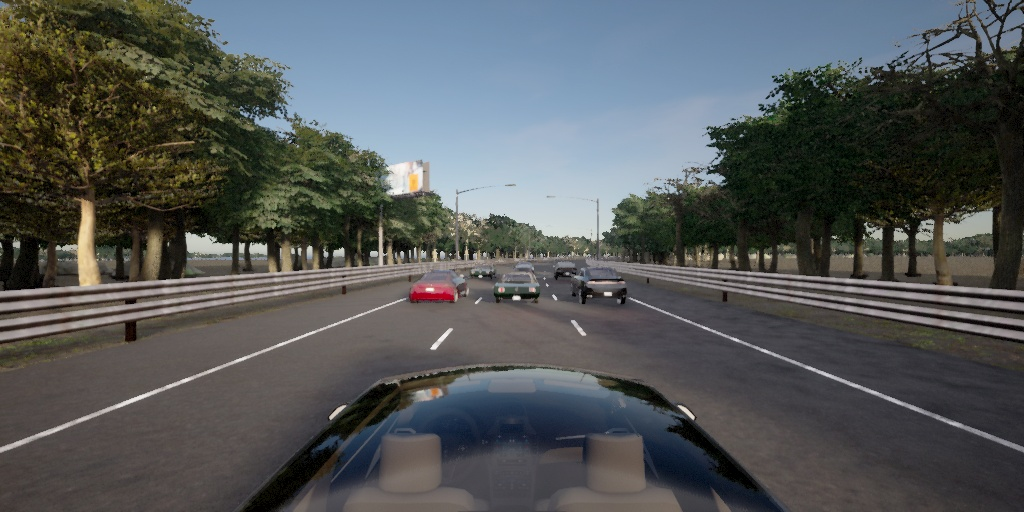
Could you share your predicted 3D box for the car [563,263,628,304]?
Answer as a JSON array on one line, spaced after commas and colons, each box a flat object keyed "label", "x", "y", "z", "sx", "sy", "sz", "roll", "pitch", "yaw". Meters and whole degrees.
[{"label": "car", "x": 3.768, "y": 1.243, "z": 16.163, "sx": 2.128, "sy": 1.511, "sz": 4.902, "roll": 0, "pitch": 0, "yaw": 2}]

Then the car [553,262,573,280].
[{"label": "car", "x": 4.575, "y": 1.236, "z": 30.820, "sx": 1.882, "sy": 1.535, "sz": 5.008, "roll": 0, "pitch": 0, "yaw": 4}]

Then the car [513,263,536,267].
[{"label": "car", "x": 1.084, "y": 1.284, "z": 31.076, "sx": 1.812, "sy": 1.442, "sz": 4.674, "roll": 0, "pitch": 0, "yaw": 4}]

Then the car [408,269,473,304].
[{"label": "car", "x": -3.227, "y": 1.320, "z": 16.420, "sx": 1.994, "sy": 1.385, "sz": 4.181, "roll": 0, "pitch": 0, "yaw": 2}]

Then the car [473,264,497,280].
[{"label": "car", "x": -2.404, "y": 1.367, "z": 31.362, "sx": 1.895, "sy": 1.301, "sz": 4.718, "roll": 0, "pitch": 0, "yaw": 4}]

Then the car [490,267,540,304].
[{"label": "car", "x": 0.272, "y": 1.364, "z": 16.321, "sx": 1.895, "sy": 1.301, "sz": 4.718, "roll": 0, "pitch": 0, "yaw": 2}]
